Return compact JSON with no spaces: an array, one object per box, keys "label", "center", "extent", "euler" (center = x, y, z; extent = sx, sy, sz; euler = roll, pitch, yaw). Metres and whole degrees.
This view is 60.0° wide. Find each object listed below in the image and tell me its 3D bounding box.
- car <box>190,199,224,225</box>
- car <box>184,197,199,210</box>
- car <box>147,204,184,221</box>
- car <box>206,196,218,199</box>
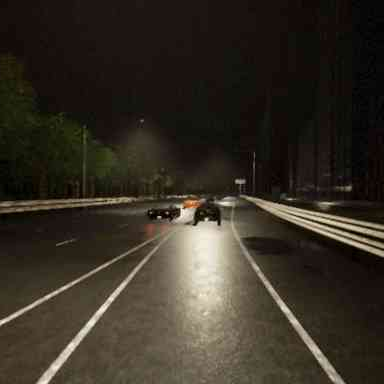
[{"label":"car","center":[1.228,1.543,24.262],"extent":[1.837,1.490,4.892],"euler":[0,0,6]},{"label":"car","center":[0.188,1.410,44.503],"extent":[2.097,1.767,4.553],"euler":[1,0,8]},{"label":"car","center":[-2.146,1.614,27.051],"extent":[1.895,1.301,4.718],"euler":[0,0,8]},{"label":"car","center":[4.106,1.642,74.314],"extent":[1.837,1.490,4.892],"euler":[1,0,7]}]
